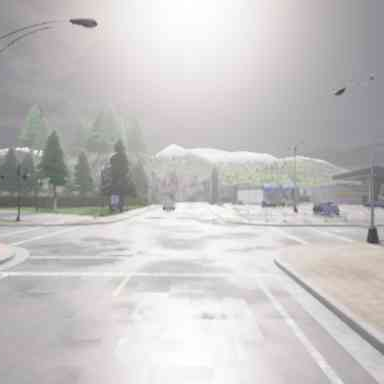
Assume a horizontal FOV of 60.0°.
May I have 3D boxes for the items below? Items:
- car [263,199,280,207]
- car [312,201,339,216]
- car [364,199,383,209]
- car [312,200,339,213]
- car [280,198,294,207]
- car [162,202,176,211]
[{"bbox_3d":[14.210,2.009,61.161,2.007,1.523,4.514,0,-1,0],"label":"car"},{"bbox_3d":[13.960,1.759,35.130,1.845,1.501,3.633,0,-1,0],"label":"car"},{"bbox_3d":[29.116,1.904,53.392,1.845,1.501,3.633,0,-1,0],"label":"car"},{"bbox_3d":[17.014,1.850,42.520,1.970,1.475,3.806,0,-1,0],"label":"car"},{"bbox_3d":[17.347,2.000,61.183,2.152,1.636,5.027,0,-1,0],"label":"car"},{"bbox_3d":[-3.494,2.144,50.584,1.895,1.301,4.718,0,-1,0],"label":"car"}]
